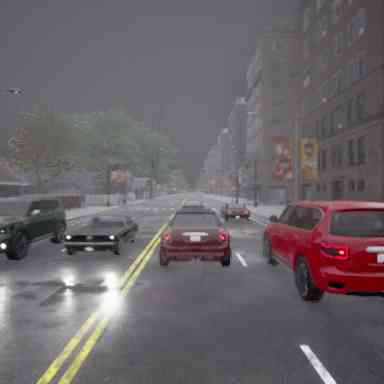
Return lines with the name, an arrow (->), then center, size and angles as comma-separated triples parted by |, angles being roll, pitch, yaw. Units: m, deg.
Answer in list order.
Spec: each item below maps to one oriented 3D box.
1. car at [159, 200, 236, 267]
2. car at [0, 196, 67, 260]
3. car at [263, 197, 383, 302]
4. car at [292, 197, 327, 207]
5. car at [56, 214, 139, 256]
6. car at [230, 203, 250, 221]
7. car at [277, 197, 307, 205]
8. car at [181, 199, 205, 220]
car -> 0.094, 1.324, 11.469 | 2.097, 1.767, 4.553 | 0, 0, 0
car -> -6.606, 1.191, 12.592 | 2.150, 2.045, 5.566 | 0, 0, 0
car -> 3.337, 1.204, 8.365 | 2.150, 2.045, 5.566 | 0, 0, 0
car -> 16.363, 1.430, 46.316 | 4.206, 1.307, 1.802 | 0, 0, 0
car -> -3.356, 1.569, 13.107 | 1.895, 1.301, 4.718 | 0, 0, 0
car -> 3.338, 1.533, 26.522 | 1.895, 1.301, 4.718 | 0, 0, 0
car -> 16.355, 1.441, 54.341 | 4.313, 1.339, 1.947 | 0, 0, 0
car -> 0.087, 1.404, 28.631 | 1.882, 1.535, 5.008 | 0, 0, 0
